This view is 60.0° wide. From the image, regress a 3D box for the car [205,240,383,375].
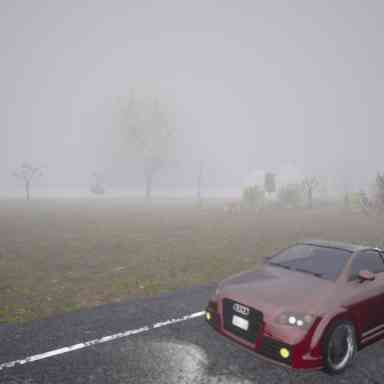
[{"bbox_3d":[2.269,1.561,5.609,4.181,1.385,1.994,0,0,-35],"label":"car"}]
